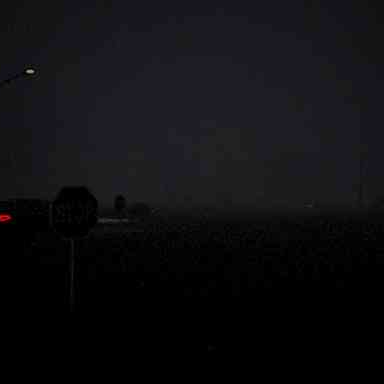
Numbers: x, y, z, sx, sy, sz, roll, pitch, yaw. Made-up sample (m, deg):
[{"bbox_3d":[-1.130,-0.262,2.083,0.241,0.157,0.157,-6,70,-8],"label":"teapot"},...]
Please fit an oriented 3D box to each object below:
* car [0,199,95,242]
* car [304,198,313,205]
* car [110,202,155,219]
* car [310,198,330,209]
[{"bbox_3d":[-7.922,1.410,17.845,2.150,2.045,5.566,1,-1,36],"label":"car"},{"bbox_3d":[28.691,2.305,80.554,2.097,1.767,4.553,1,0,36],"label":"car"},{"bbox_3d":[-5.784,1.786,32.770,1.882,1.535,5.008,1,1,36],"label":"car"},{"bbox_3d":[24.713,2.389,63.077,2.033,1.411,5.357,1,0,36],"label":"car"}]
